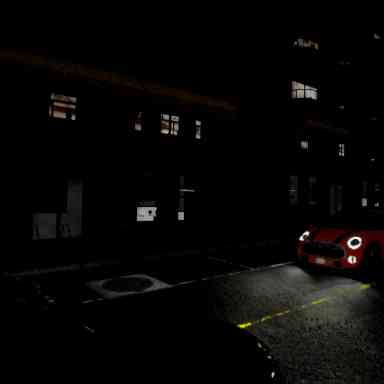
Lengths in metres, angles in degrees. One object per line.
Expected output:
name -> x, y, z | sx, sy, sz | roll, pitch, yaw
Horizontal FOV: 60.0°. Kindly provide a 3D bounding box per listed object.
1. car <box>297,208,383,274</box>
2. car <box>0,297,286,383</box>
car -> 5.441, 1.358, 10.663 | 4.553, 1.767, 2.097 | 0, 0, -36
car -> -1.322, 1.526, 2.226 | 4.674, 1.442, 1.812 | 0, 0, -36
